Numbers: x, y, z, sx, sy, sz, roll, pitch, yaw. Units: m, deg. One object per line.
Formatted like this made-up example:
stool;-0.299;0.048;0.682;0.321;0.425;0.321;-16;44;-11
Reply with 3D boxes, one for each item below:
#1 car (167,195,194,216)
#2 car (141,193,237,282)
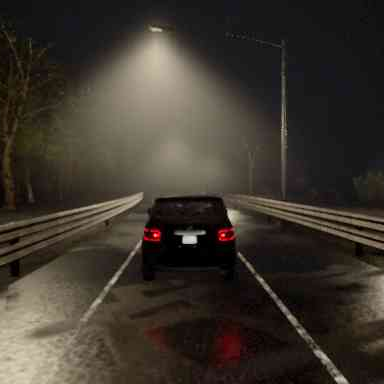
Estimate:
car;-1.082;1.026;27.475;2.033;1.411;5.357;0;1;-4
car;-0.117;1.041;9.416;2.150;2.045;5.566;0;0;-1
